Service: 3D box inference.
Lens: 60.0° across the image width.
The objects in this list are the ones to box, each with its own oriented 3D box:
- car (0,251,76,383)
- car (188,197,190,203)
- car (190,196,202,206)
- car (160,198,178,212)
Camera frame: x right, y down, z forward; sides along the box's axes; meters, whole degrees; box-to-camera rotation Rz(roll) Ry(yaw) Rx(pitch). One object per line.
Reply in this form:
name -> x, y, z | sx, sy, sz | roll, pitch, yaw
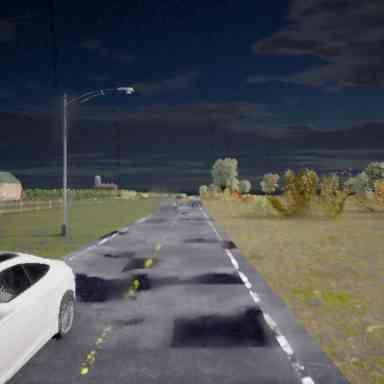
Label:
car -> -2.843, 1.538, 3.926 | 1.812, 1.442, 4.674 | 0, 0, 0
car -> -0.008, 1.816, 81.401 | 1.882, 1.535, 5.008 | 0, 0, 0
car -> 0.956, 1.848, 63.437 | 1.812, 1.442, 4.674 | 0, 0, 0
car -> -2.840, 1.517, 41.770 | 2.097, 1.767, 4.553 | 0, 0, 0
